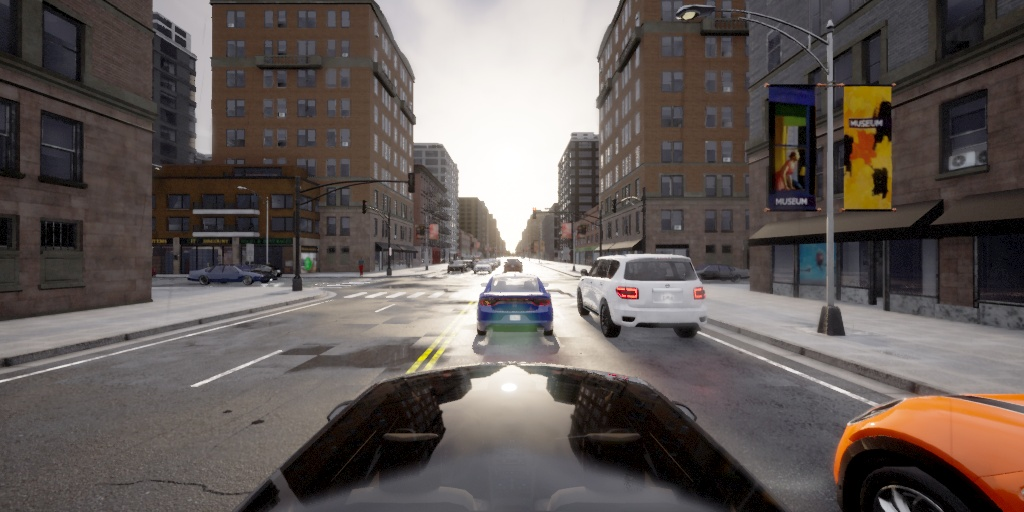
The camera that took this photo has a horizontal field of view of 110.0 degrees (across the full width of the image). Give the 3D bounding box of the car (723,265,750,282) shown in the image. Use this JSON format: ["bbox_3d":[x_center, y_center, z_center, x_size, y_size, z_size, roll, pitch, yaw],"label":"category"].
[{"bbox_3d":[15.852,1.337,28.385,5.357,1.411,2.033,0,0,0],"label":"car"}]

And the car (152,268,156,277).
[{"bbox_3d":[-33.135,1.344,30.843,4.207,1.307,1.802,0,0,0],"label":"car"}]

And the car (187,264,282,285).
[{"bbox_3d":[-19.638,1.291,25.283,5.357,1.411,2.033,0,0,0],"label":"car"}]

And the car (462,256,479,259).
[{"bbox_3d":[-6.575,0.968,53.156,2.150,2.045,5.566,0,0,0],"label":"car"}]

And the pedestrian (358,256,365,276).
[{"bbox_3d":[-14.129,0.920,33.615,0.375,1.860,0.375,0,0,0],"label":"pedestrian"}]

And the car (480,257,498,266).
[{"bbox_3d":[-3.326,1.273,50.448,1.812,1.442,4.674,0,0,0],"label":"car"}]

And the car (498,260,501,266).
[{"bbox_3d":[-3.306,1.270,60.453,1.812,1.442,4.674,0,0,1],"label":"car"}]

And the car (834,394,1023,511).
[{"bbox_3d":[3.344,1.102,0.641,2.097,1.767,4.553,0,0,0],"label":"car"}]

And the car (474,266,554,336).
[{"bbox_3d":[0.085,1.228,10.491,1.882,1.535,5.008,0,0,0],"label":"car"}]

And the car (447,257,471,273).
[{"bbox_3d":[-6.577,1.226,43.408,1.882,1.535,5.008,0,0,0],"label":"car"}]

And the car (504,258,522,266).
[{"bbox_3d":[0.113,1.101,41.785,2.097,1.767,4.553,0,0,1],"label":"car"}]

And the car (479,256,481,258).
[{"bbox_3d":[-6.539,0.965,63.577,2.150,2.045,5.566,0,0,0],"label":"car"}]

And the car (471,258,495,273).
[{"bbox_3d":[-3.334,1.275,41.356,1.812,1.442,4.674,0,0,0],"label":"car"}]

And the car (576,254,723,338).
[{"bbox_3d":[3.336,0.972,10.351,2.150,2.045,5.566,0,0,0],"label":"car"}]
